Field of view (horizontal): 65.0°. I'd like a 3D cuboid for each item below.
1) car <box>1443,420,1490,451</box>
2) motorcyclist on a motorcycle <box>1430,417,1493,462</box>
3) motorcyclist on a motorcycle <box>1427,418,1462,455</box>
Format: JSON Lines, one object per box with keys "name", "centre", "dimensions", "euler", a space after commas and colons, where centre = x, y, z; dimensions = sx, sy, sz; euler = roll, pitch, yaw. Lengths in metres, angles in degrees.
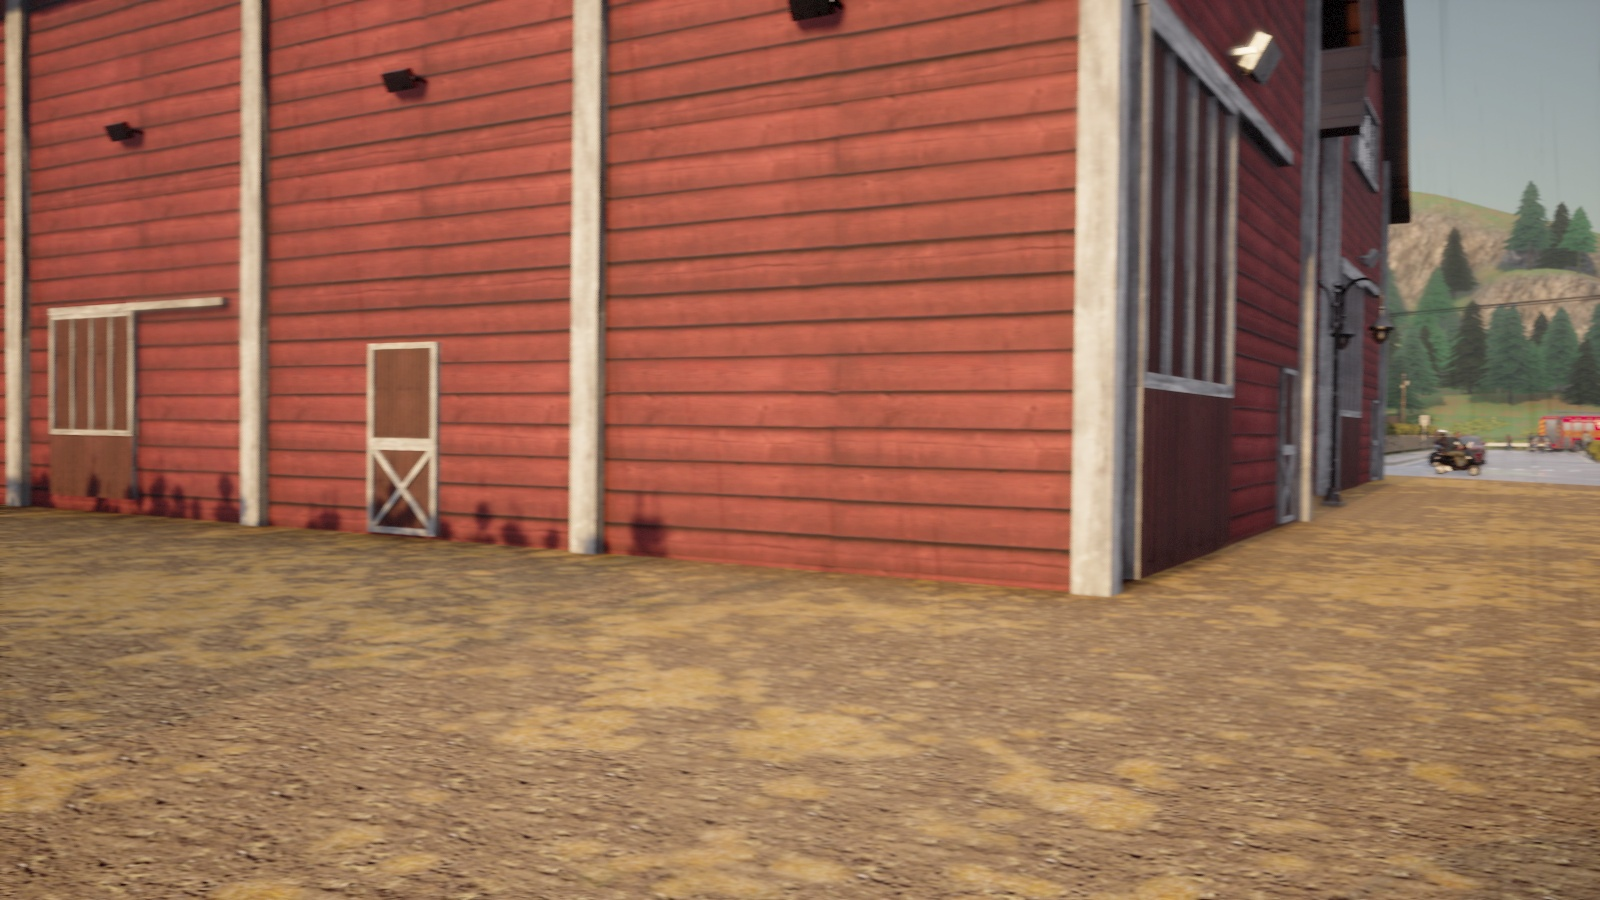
{"name": "car", "centre": [34.392, -0.779, 64.707], "dimensions": [1.882, 1.535, 5.008], "euler": [0, 1, 31]}
{"name": "motorcyclist on a motorcycle", "centre": [23.599, -0.389, 44.818], "dimensions": [0.866, 1.590, 1.817], "euler": [-1, 2, -26]}
{"name": "motorcyclist on a motorcycle", "centre": [29.985, -0.645, 58.399], "dimensions": [2.350, 1.649, 0.766], "euler": [-2, 2, -44]}
